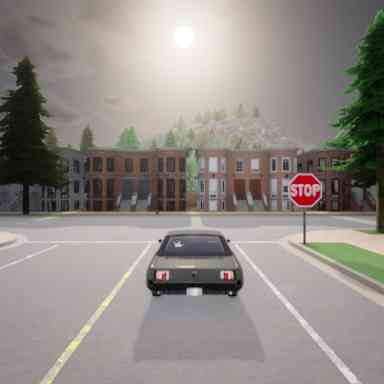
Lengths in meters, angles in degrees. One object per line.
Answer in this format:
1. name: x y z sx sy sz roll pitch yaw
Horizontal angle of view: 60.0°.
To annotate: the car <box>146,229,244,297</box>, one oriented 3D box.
1. car: 0.059 1.603 8.519 1.895 1.301 4.718 0 0 0
